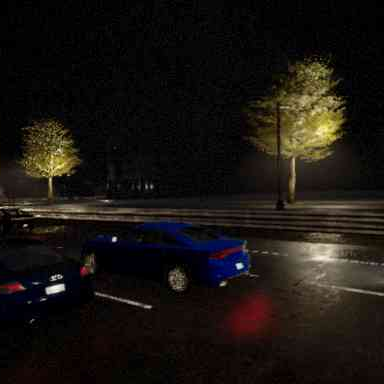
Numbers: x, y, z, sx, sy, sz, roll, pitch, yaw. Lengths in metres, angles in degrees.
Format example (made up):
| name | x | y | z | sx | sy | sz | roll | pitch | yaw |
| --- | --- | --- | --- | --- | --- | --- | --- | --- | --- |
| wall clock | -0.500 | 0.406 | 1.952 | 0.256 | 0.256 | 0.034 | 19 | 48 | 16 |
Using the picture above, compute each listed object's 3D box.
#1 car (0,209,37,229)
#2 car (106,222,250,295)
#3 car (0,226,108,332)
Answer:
| name | x | y | z | sx | sy | sz | roll | pitch | yaw |
| --- | --- | --- | --- | --- | --- | --- | --- | --- | --- |
| car | -11.790 | 1.816 | 20.999 | 4.902 | 1.511 | 2.128 | -1 | -1 | 35 |
| car | -0.927 | 1.542 | 8.954 | 5.008 | 1.535 | 1.882 | -1 | 0 | 35 |
| car | -3.947 | 1.643 | 6.809 | 4.181 | 1.385 | 1.994 | -1 | 0 | 35 |
